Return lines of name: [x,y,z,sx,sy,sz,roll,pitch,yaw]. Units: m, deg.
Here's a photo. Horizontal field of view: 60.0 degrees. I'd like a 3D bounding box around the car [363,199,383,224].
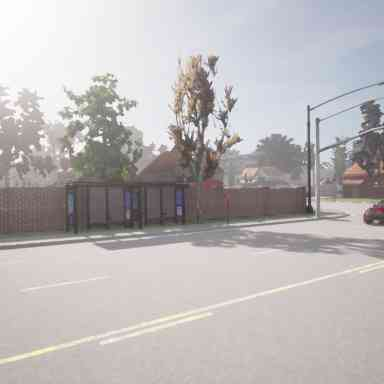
car: [13.247,1.219,21.903,4.553,1.767,2.097,-1,0,-35]
